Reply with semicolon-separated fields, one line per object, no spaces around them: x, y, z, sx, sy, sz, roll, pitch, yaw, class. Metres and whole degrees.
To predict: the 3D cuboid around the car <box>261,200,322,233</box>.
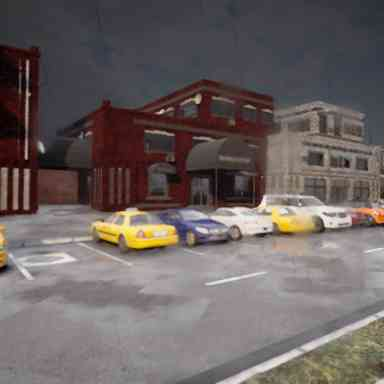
4.097;1.438;18.452;1.946;1.575;5.366;0;0;-35;car

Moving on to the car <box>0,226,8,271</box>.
-7.014;1.471;10.336;2.097;1.535;5.008;0;0;-35;car

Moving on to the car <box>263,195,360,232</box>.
6.487;1.203;19.888;2.435;2.045;5.566;0;0;-35;car

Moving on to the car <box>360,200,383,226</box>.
11.015;1.379;23.101;2.185;1.767;4.553;1;0;-35;car

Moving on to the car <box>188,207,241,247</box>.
-0.225;1.472;15.157;2.002;1.452;4.674;0;0;-35;car

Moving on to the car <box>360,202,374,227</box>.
8.732;1.516;21.516;2.002;1.452;4.674;1;0;-35;car

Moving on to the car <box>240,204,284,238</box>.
1.945;1.473;16.692;2.002;1.452;4.674;0;0;-35;car

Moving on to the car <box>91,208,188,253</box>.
-2.589;1.437;13.701;1.946;1.575;5.366;0;0;-35;car
